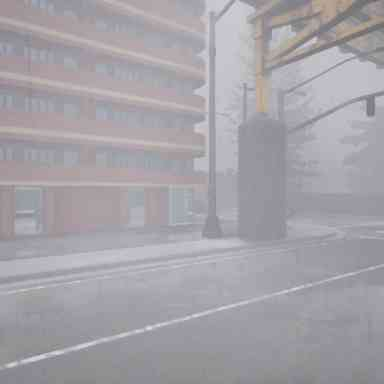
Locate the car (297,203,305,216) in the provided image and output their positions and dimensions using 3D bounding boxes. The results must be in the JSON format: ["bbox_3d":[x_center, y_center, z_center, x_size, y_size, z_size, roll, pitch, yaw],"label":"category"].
[{"bbox_3d":[8.382,1.491,31.843,2.128,1.511,4.902,0,0,-35],"label":"car"}]

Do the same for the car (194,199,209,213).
[{"bbox_3d":[0.323,1.478,36.860,1.882,1.535,5.008,0,0,-36],"label":"car"}]

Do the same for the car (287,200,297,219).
[{"bbox_3d":[6.284,1.526,28.488,1.812,1.442,4.674,0,0,-36],"label":"car"}]
